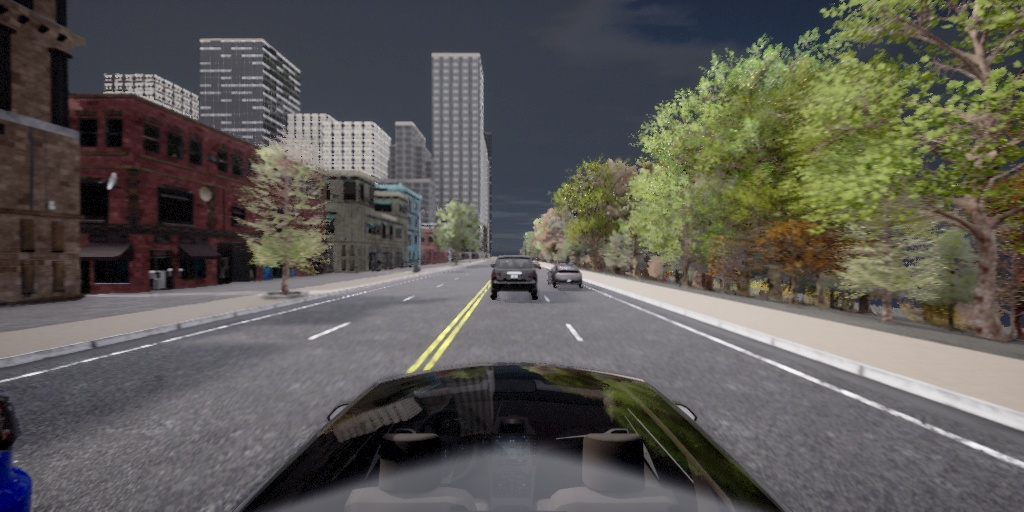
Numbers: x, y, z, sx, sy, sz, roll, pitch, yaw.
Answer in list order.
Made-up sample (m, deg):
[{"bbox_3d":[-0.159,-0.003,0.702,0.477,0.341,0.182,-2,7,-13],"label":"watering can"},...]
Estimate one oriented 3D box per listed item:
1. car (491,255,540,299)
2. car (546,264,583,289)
[{"bbox_3d":[0.101,0.979,18.341,2.150,2.045,5.566,0,0,0],"label":"car"},{"bbox_3d":[3.351,1.251,23.461,2.128,1.511,4.902,0,0,0],"label":"car"}]
